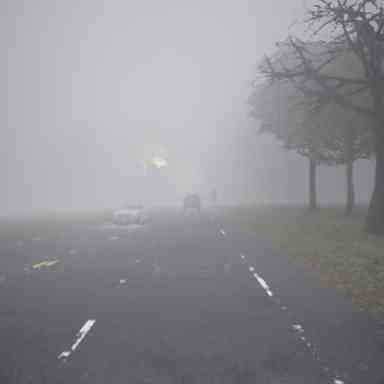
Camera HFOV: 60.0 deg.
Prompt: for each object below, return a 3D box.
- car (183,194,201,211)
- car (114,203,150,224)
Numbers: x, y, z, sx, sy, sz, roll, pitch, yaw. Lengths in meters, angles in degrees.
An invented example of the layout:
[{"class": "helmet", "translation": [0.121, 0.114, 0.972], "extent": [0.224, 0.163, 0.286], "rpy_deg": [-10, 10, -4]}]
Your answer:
[{"class": "car", "translation": [0.006, 1.328, 42.967], "extent": [2.150, 2.045, 5.566], "rpy_deg": [0, 0, 0]}, {"class": "car", "translation": [-4.505, 1.566, 25.584], "extent": [1.812, 1.442, 4.674], "rpy_deg": [0, 0, 6]}]
